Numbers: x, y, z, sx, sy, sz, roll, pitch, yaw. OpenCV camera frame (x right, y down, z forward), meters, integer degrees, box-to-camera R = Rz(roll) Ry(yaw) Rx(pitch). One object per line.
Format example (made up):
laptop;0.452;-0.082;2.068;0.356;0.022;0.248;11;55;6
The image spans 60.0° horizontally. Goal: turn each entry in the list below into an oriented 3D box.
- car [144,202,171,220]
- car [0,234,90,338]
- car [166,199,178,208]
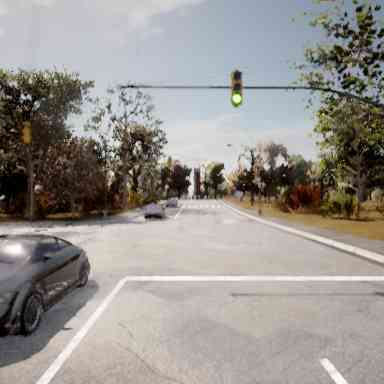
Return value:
car;-3.584;2.021;33.236;2.033;1.411;5.357;0;0;0
car;-3.500;1.562;6.529;1.994;1.385;4.181;0;0;0
car;-3.387;1.936;56.766;1.837;1.490;4.892;0;1;1
